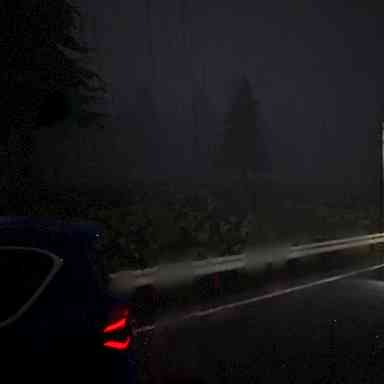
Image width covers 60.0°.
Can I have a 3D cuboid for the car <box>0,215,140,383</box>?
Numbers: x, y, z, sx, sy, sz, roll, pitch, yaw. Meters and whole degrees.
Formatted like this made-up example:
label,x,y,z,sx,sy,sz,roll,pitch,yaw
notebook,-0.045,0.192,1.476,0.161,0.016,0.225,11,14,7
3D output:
label,x,y,z,sx,sy,sz,roll,pitch,yaw
car,-3.029,1.224,1.828,5.566,2.045,2.150,0,0,-35
